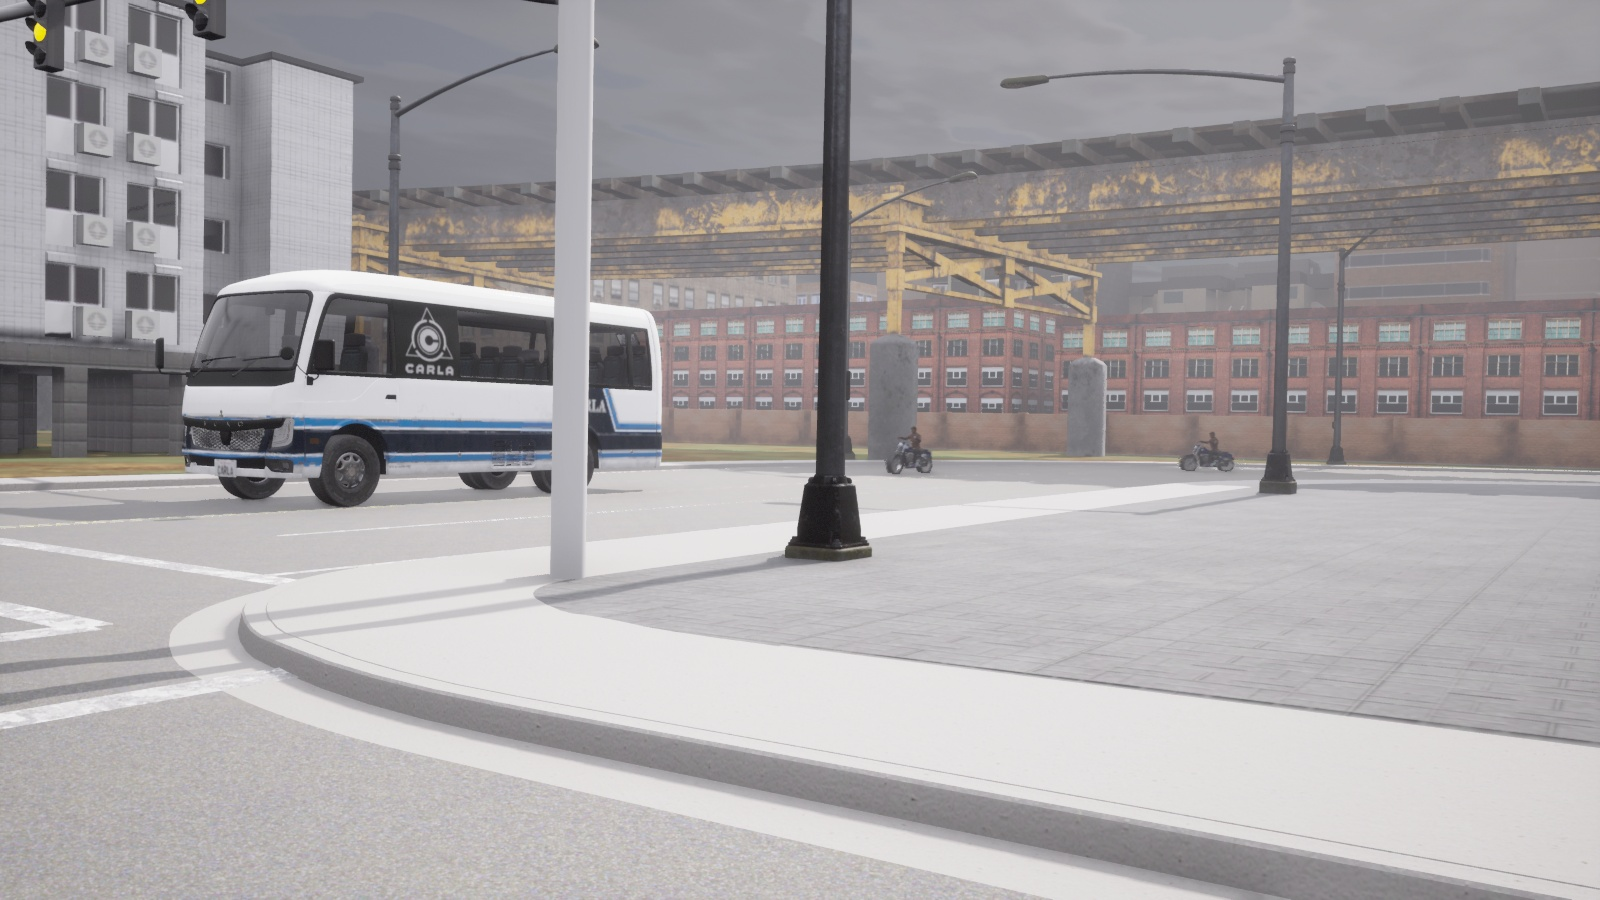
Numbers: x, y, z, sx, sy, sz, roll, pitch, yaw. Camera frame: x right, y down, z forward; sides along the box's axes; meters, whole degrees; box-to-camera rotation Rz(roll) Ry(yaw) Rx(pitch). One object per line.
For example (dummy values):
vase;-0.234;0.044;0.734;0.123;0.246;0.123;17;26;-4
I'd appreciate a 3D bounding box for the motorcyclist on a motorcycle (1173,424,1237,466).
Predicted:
motorcyclist on a motorcycle;16.034;-0.216;49.676;2.350;1.649;0.766;0;2;-14

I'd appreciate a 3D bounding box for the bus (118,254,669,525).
bus;-7.391;-1.054;25.062;3.944;4.253;10.273;1;1;33

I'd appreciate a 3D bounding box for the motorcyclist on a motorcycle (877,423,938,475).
motorcyclist on a motorcycle;3.589;-0.061;41.663;0.766;1.649;2.350;2;2;41
